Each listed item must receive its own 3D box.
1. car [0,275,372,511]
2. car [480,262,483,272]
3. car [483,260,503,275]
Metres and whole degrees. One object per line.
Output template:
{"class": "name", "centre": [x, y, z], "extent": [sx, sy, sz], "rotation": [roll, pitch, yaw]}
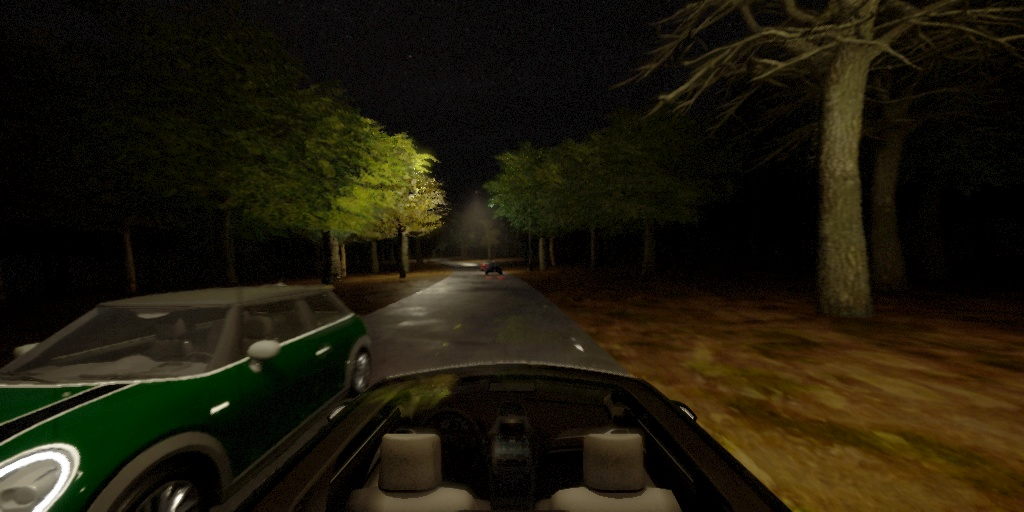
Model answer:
{"class": "car", "centre": [-3.123, 1.133, 3.502], "extent": [2.097, 1.767, 4.553], "rotation": [0, -1, -1]}
{"class": "car", "centre": [-3.494, 1.324, 52.773], "extent": [2.097, 1.767, 4.553], "rotation": [-1, 0, -8]}
{"class": "car", "centre": [-2.162, 1.459, 42.141], "extent": [1.812, 1.442, 4.674], "rotation": [0, 0, -6]}
